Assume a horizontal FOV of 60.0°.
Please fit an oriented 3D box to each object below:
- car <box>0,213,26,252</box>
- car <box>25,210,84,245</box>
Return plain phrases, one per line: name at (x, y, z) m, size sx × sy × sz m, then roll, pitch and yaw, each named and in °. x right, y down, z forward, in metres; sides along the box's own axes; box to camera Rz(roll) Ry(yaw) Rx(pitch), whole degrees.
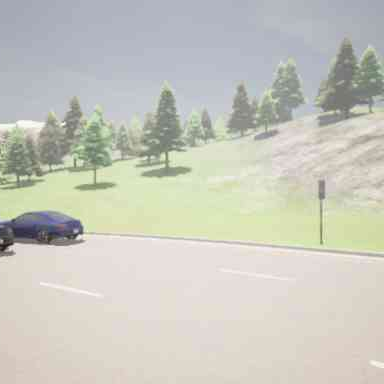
car at (-8.902, 1.600, 12.680) m, size 4.674 × 1.442 × 1.812 m, roll 0°, pitch 0°, yaw 23°
car at (-7.314, 1.595, 15.794) m, size 4.674 × 1.442 × 1.812 m, roll 0°, pitch 0°, yaw 23°
